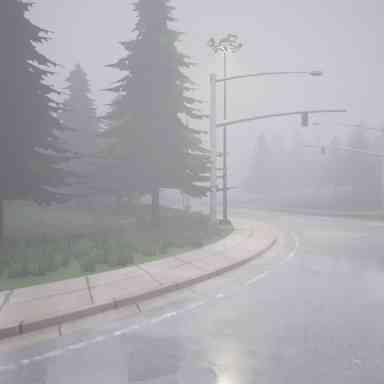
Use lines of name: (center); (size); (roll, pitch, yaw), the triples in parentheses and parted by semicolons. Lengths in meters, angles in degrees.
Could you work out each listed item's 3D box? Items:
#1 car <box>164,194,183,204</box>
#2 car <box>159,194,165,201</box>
car: (-3.236, 1.547, 65.433); (2.033, 1.411, 5.357); (0, 0, -21)
car: (-7.119, 1.186, 75.170); (2.150, 2.045, 5.566); (0, 0, -21)
